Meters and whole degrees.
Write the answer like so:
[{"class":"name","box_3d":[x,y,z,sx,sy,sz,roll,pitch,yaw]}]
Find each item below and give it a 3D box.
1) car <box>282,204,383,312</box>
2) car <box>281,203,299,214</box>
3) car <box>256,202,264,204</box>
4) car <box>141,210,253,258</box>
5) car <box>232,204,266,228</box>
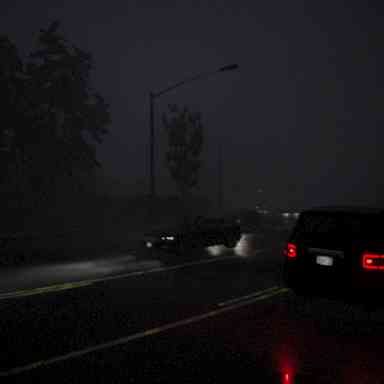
[{"class":"car","box_3d":[4.281,1.348,7.764,5.566,2.045,2.150,1,-1,-44]},{"class":"car","box_3d":[15.267,2.540,52.029,1.812,1.442,4.674,-1,-1,6]},{"class":"car","box_3d":[12.919,2.767,63.388,1.837,1.490,4.892,0,-1,6]},{"class":"car","box_3d":[0.135,1.685,13.837,2.128,1.511,4.902,0,-1,43]},{"class":"car","box_3d":[3.503,1.876,23.635,1.882,1.535,5.008,0,-1,32]}]
